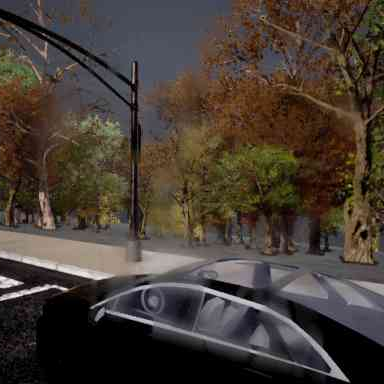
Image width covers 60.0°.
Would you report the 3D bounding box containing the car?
[{"bbox_3d":[0.229,1.491,3.513,4.902,1.511,2.128,0,0,37],"label":"car"}]
